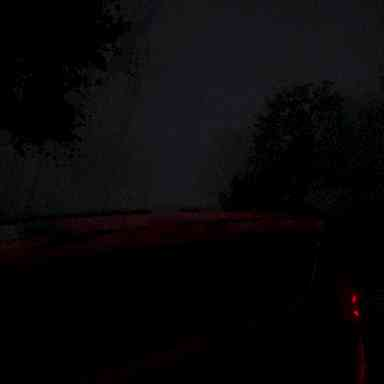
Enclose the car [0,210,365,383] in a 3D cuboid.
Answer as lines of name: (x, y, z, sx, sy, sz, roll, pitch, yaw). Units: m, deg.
car: (-1.002, 1.219, 2.366, 5.566, 2.045, 2.150, 0, 0, -36)
